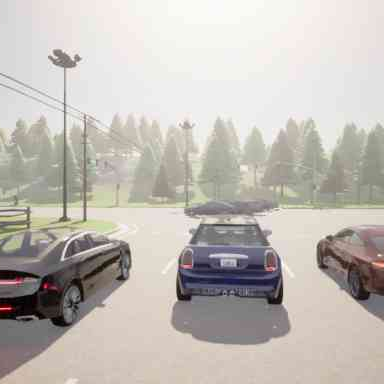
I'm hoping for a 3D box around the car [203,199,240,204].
[{"bbox_3d":[1.604,1.526,29.285,4.674,1.442,1.812,0,0,7],"label":"car"}]

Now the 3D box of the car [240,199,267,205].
[{"bbox_3d":[4.291,1.547,32.474,5.357,1.411,2.033,0,0,7],"label":"car"}]

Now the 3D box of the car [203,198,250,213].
[{"bbox_3d":[3.756,1.478,36.069,5.008,1.535,1.882,0,0,7],"label":"car"}]

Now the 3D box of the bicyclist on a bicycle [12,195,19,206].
[{"bbox_3d":[-27.052,1.302,50.978,0.582,1.620,1.656,0,0,7],"label":"bicyclist on a bicycle"}]

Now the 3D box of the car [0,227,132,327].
[{"bbox_3d":[-2.738,1.492,7.086,2.128,1.511,4.902,0,0,7],"label":"car"}]

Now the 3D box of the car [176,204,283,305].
[{"bbox_3d":[0.945,1.352,8.369,2.097,1.767,4.553,0,0,7],"label":"car"}]

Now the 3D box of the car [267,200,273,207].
[{"bbox_3d":[6.769,1.601,39.219,4.718,1.301,1.895,0,0,7],"label":"car"}]

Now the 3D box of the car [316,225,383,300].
[{"bbox_3d":[4.443,1.526,8.133,1.812,1.442,4.674,0,0,7],"label":"car"}]

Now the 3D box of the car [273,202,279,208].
[{"bbox_3d":[8.299,1.548,42.555,5.357,1.411,2.033,0,0,7],"label":"car"}]
